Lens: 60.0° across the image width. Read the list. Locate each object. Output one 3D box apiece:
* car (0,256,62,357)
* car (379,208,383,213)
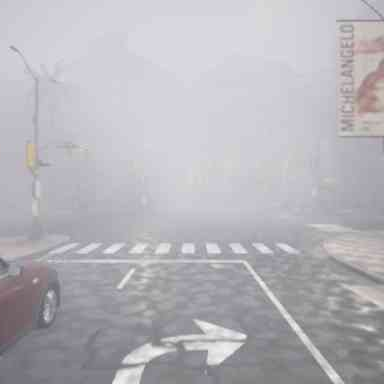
[{"bbox_3d":[-3.398,1.379,4.177,2.097,1.767,4.553,0,0,0],"label":"car"},{"bbox_3d":[22.592,1.773,34.688,5.357,1.411,2.033,0,0,1],"label":"car"}]
